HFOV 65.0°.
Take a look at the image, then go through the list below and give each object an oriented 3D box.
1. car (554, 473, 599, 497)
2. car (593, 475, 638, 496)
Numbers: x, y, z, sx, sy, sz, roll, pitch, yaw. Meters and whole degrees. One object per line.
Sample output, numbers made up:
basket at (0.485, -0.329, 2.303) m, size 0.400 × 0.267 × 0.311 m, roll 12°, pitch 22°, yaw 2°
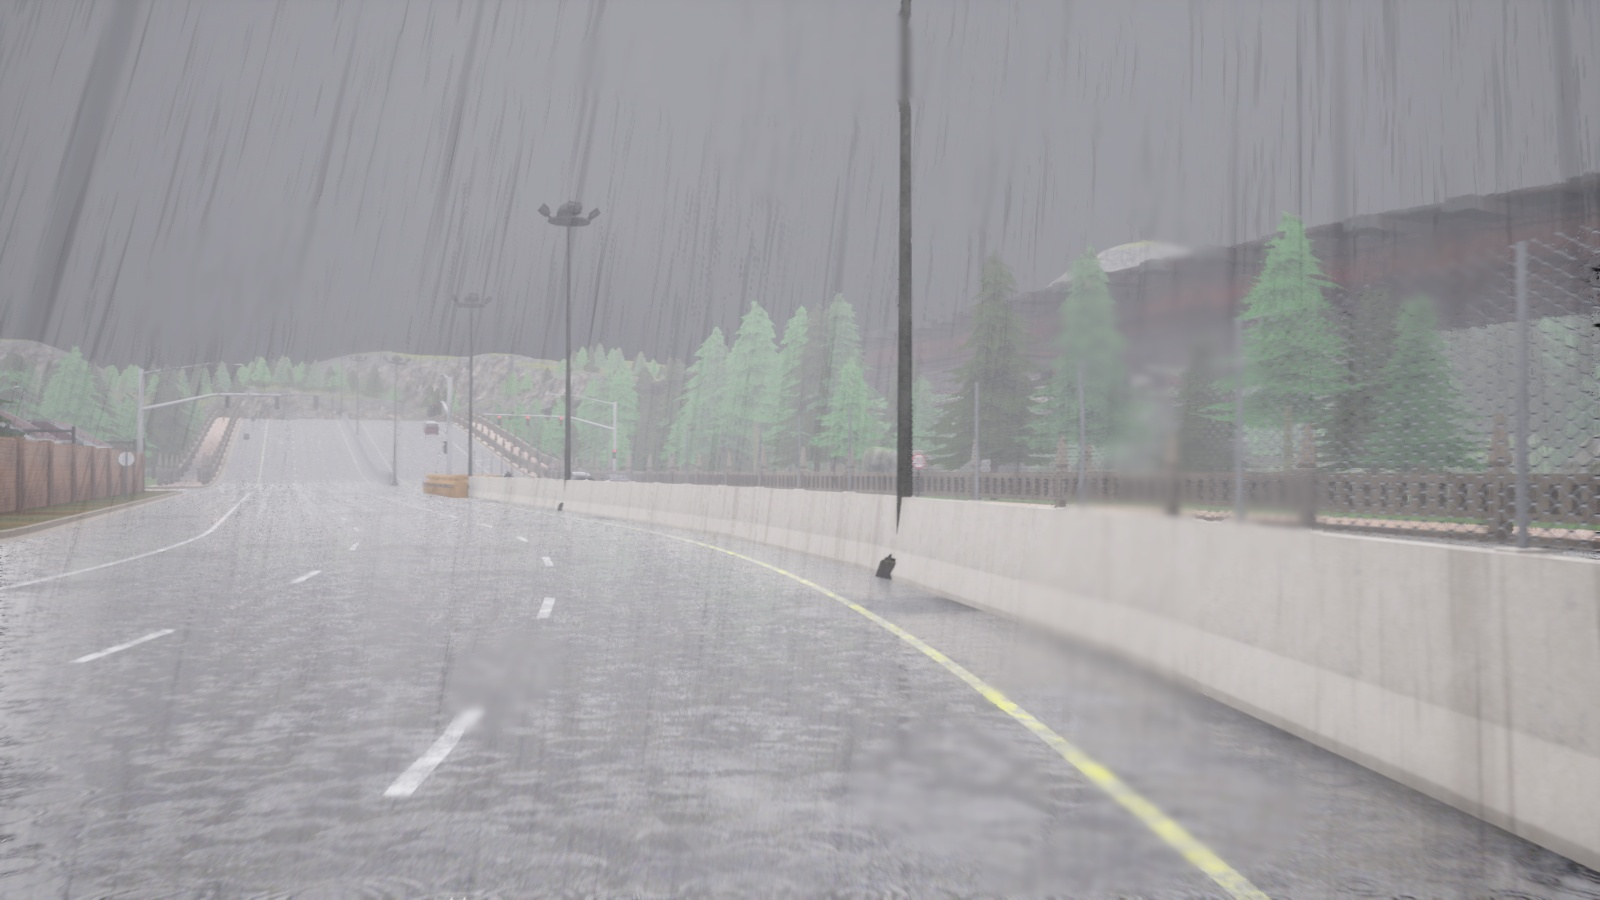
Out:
car at (-14.333, 2.228, 80.256) m, size 1.837 × 1.490 × 4.892 m, roll 0°, pitch -1°, yaw -23°
car at (-12.524, 2.358, 84.997) m, size 1.994 × 1.385 × 4.181 m, roll 0°, pitch -1°, yaw -23°
